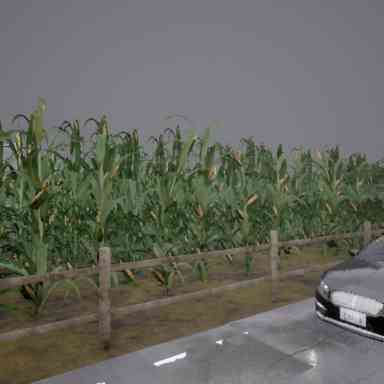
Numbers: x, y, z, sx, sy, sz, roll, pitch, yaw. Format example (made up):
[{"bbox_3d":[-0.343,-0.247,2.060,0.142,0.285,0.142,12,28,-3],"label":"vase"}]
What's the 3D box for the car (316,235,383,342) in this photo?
[{"bbox_3d":[4.260,1.496,6.108,4.902,1.511,2.128,0,0,-35],"label":"car"}]
